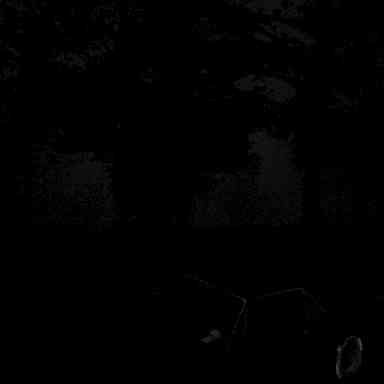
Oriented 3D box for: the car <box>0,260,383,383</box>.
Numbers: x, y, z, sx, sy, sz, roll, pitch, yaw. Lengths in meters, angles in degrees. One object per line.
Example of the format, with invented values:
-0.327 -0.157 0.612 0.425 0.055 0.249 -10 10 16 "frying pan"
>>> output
0.229 1.606 3.847 4.718 1.301 1.895 0 0 -35 "car"
